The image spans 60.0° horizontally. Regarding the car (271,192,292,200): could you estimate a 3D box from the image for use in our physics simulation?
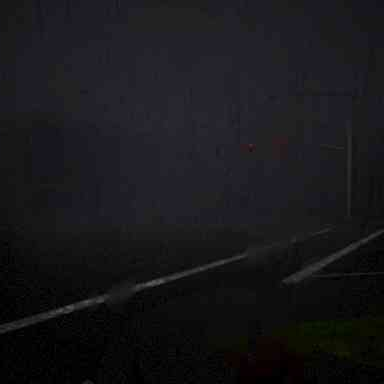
[{"bbox_3d":[16.563,0.671,60.422,1.994,1.385,4.181,0,1,35],"label":"car"}]

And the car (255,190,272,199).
[{"bbox_3d":[13.621,0.442,62.304,2.097,1.767,4.553,0,1,36],"label":"car"}]

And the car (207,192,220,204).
[{"bbox_3d":[4.079,0.837,48.794,2.097,1.767,4.553,0,2,35],"label":"car"}]

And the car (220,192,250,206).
[{"bbox_3d":[6.364,1.022,45.961,2.128,1.511,4.902,0,2,35],"label":"car"}]
